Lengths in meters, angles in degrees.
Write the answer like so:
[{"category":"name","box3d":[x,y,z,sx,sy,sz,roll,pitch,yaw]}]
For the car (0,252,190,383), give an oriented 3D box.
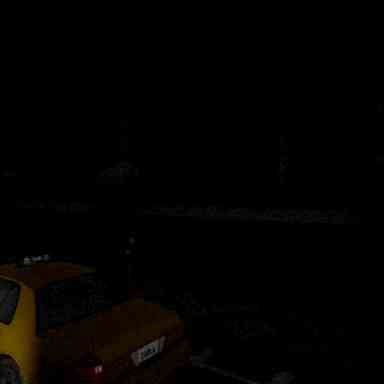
[{"category":"car","box3d":[-2.305,1.525,4.602,4.829,1.417,1.752,0,0,35]}]
